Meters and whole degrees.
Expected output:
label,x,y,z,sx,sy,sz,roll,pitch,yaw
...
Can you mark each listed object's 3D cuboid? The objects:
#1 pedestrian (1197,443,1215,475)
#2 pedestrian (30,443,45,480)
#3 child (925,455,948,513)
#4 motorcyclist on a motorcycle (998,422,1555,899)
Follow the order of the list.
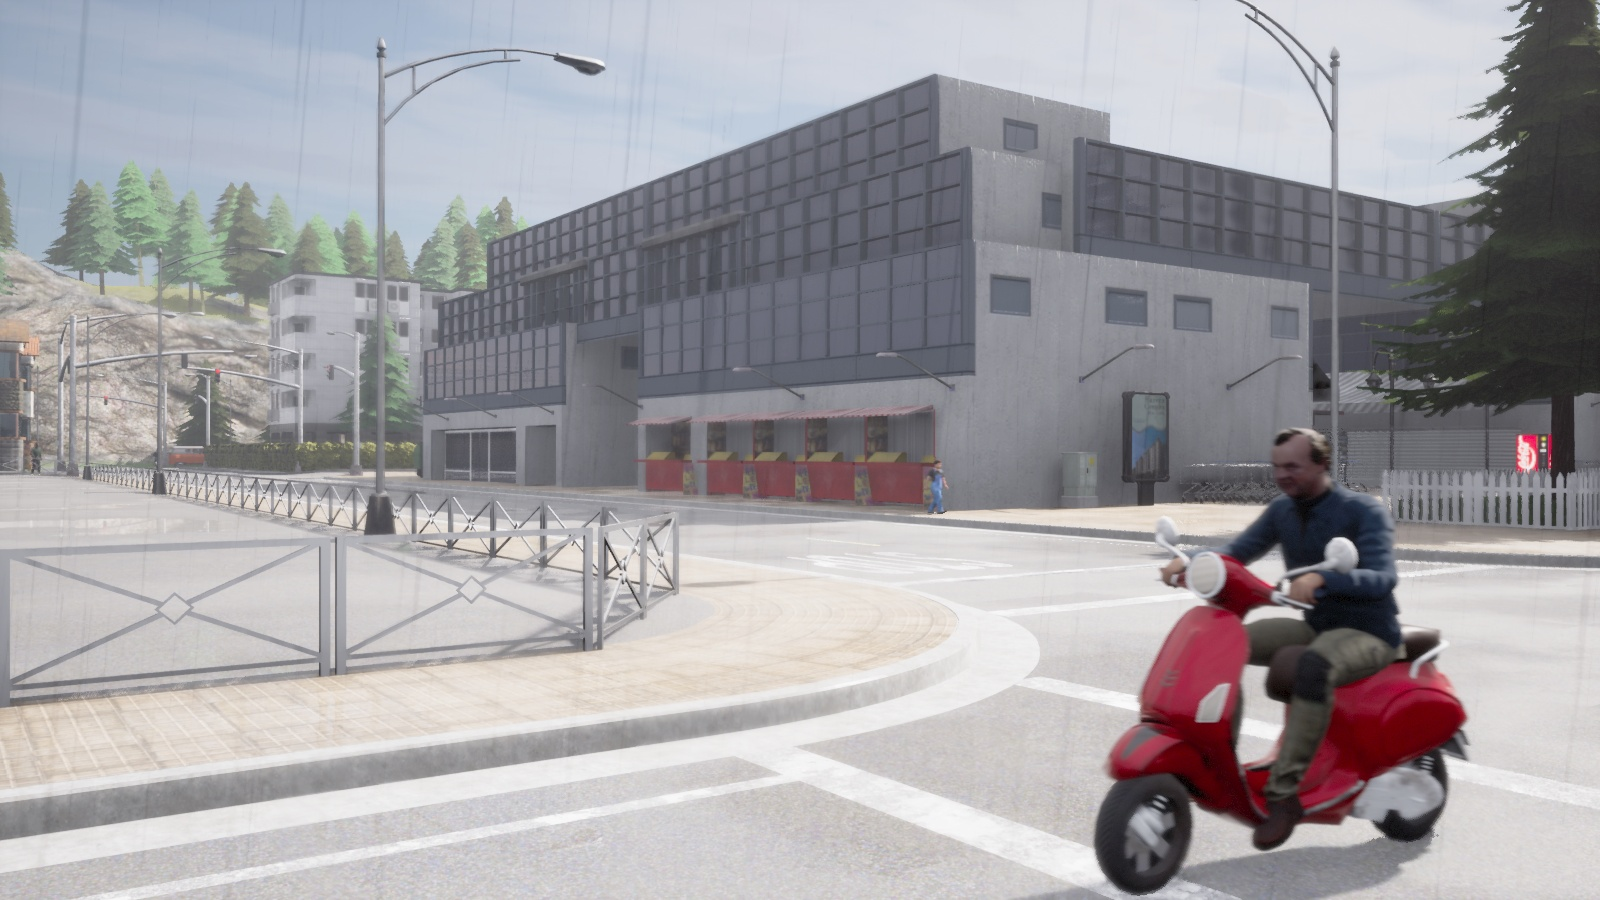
label,x,y,z,sx,sy,sz,roll,pitch,yaw
pedestrian,24.331,0.523,75.303,0.563,1.883,0.849,0,0,-36
pedestrian,-40.015,0.596,65.903,0.788,1.949,0.423,0,0,39
child,2.973,0.731,27.312,0.270,1.263,0.437,0,0,-37
motorcyclist on a motorcycle,1.722,0.706,4.529,1.817,1.590,0.866,0,1,-27
